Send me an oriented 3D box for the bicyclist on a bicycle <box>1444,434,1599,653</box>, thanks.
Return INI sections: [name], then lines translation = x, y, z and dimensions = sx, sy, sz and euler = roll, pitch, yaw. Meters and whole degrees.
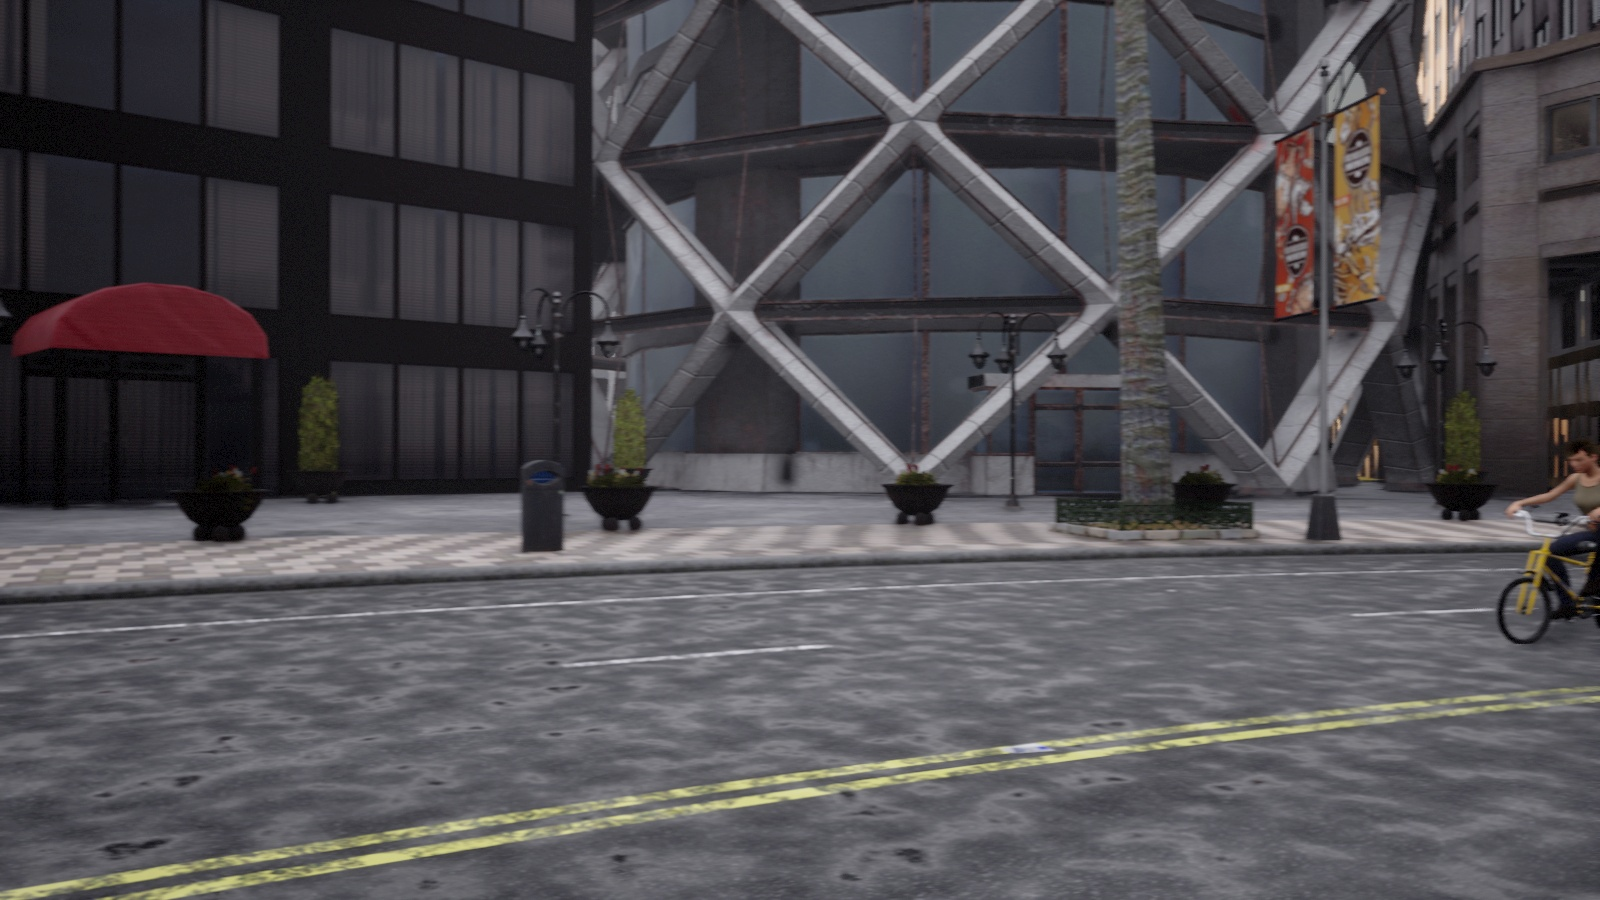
[bicyclist on a bicycle]
translation = 6.023, 0.686, 9.886
dimensions = 1.509, 1.612, 0.866
euler = 0, 1, -16
